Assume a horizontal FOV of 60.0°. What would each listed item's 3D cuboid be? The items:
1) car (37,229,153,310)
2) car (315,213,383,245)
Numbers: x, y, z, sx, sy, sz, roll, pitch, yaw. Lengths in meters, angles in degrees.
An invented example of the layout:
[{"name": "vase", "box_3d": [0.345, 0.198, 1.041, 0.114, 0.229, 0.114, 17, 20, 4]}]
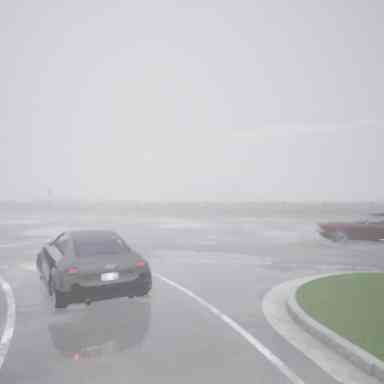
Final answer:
[{"name": "car", "box_3d": [-2.515, 1.583, 8.094, 1.994, 1.385, 4.181, 0, 0, -29]}, {"name": "car", "box_3d": [7.976, 1.590, 14.648, 4.718, 1.301, 1.895, 0, 0, 13]}]
